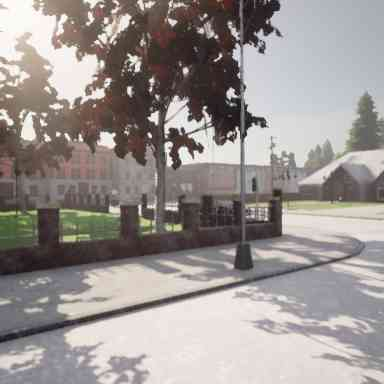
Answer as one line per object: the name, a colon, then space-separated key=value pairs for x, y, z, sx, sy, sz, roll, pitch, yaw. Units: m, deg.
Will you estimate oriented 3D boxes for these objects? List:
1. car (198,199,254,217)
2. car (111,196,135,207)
car: x=2.565 y=1.307 z=27.105 sx=2.033 sy=1.411 sz=5.357 roll=-1 pitch=1 yaw=-35
car: x=-9.026 y=1.251 z=43.586 sx=2.128 sy=1.511 sz=4.902 roll=-1 pitch=0 yaw=-35
